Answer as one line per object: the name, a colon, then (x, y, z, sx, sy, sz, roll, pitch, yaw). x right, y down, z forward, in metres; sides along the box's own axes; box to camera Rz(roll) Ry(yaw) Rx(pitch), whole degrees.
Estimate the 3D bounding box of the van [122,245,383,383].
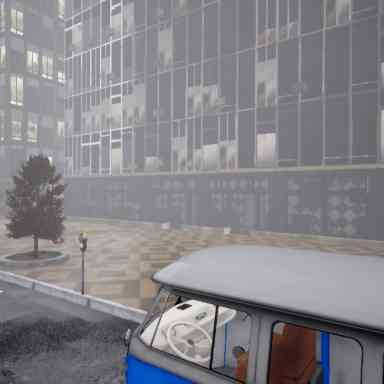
van: (1.332, 1.341, 1.918, 3.998, 1.788, 1.690, 0, 0, 35)
